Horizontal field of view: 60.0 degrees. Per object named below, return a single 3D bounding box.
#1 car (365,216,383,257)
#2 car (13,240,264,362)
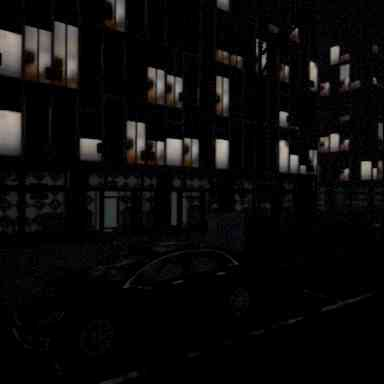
[{"bbox_3d":[8.518,1.446,12.425,5.009,1.841,2.192,1,-1,-36],"label":"car"},{"bbox_3d":[-0.635,1.577,5.829,4.403,1.369,2.008,1,-1,-35],"label":"car"}]
